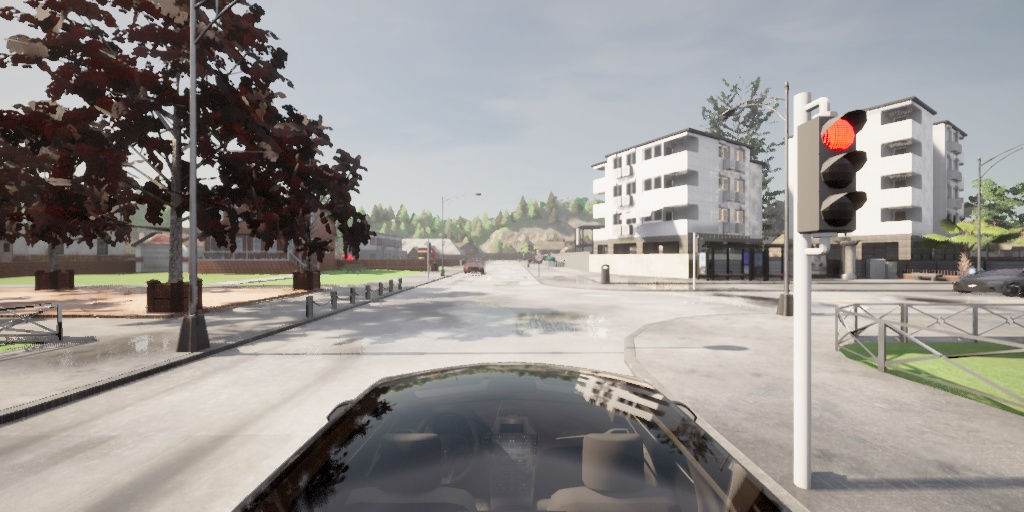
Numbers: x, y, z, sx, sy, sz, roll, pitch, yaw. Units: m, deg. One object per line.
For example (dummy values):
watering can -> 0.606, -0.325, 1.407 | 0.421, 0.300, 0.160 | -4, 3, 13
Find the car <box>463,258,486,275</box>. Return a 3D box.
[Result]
car -> -3.985, 1.043, 38.827 | 2.097, 1.767, 4.553 | 0, 0, 0

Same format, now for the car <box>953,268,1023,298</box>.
car -> 25.119, 1.311, 18.005 | 4.181, 1.385, 1.994 | 0, 0, 0
